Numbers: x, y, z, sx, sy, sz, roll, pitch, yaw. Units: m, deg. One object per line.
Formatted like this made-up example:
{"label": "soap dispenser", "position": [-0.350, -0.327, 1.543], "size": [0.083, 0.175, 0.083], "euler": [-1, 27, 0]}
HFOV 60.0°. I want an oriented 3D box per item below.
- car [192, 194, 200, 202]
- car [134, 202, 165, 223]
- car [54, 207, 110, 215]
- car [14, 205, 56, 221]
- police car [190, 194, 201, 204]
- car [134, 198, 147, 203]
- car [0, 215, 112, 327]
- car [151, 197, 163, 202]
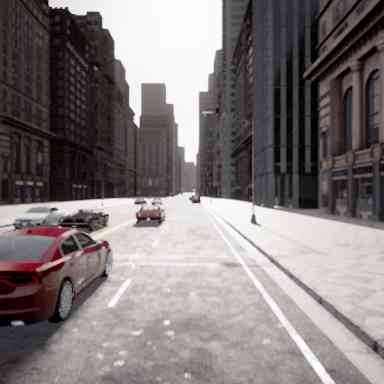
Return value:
{"label": "car", "position": [0.980, 1.596, 89.802], "size": [2.150, 2.045, 5.566], "euler": [0, 0, 0]}
{"label": "car", "position": [-3.149, 1.698, 26.229], "size": [1.895, 1.301, 4.718], "euler": [0, 0, 0]}
{"label": "car", "position": [-6.598, 1.678, 20.829], "size": [1.895, 1.301, 4.718], "euler": [0, 0, 0]}
{"label": "car", "position": [-9.847, 1.607, 21.892], "size": [1.812, 1.442, 4.674], "euler": [0, 0, 0]}
{"label": "police car", "position": [0.979, 1.717, 73.881], "size": [1.930, 1.638, 5.238], "euler": [0, 0, 0]}
{"label": "car", "position": [-9.764, 1.816, 63.263], "size": [1.994, 1.385, 4.181], "euler": [0, 0, 0]}
{"label": "car", "position": [-3.151, 1.505, 7.281], "size": [1.882, 1.535, 5.008], "euler": [0, 0, 0]}
{"label": "car", "position": [-6.521, 1.763, 62.223], "size": [1.812, 1.442, 4.674], "euler": [0, 0, 1]}
